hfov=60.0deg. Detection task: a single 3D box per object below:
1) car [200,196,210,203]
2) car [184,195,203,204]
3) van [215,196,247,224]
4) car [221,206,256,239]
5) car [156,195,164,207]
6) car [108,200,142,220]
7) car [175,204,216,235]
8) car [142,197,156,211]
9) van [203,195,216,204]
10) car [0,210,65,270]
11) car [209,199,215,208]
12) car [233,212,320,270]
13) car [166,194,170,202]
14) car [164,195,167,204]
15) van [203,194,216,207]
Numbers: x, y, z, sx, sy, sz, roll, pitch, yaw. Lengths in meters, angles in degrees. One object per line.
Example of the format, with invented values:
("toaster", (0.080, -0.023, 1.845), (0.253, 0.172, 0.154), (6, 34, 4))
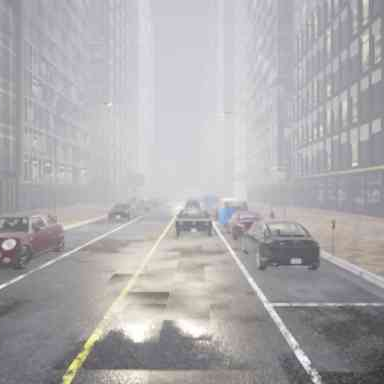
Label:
("car", (2.658, 1.478, 67.723), (1.947, 1.339, 4.313), (0, 0, 0))
("car", (0.082, 1.465, 40.689), (1.837, 1.490, 4.892), (0, 0, 0))
("van", (2.678, 1.325, 22.135), (1.690, 1.788, 3.998), (0, 0, 0))
("car", (2.681, 1.572, 16.437), (1.802, 1.307, 4.206), (0, 0, 0))
("car", (-5.715, 1.490, 50.624), (1.887, 1.381, 4.507), (0, 0, 0))
("car", (-5.705, 1.544, 27.830), (1.947, 1.339, 4.313), (0, 0, 0))
("car", (0.090, 1.590, 18.505), (1.895, 1.301, 4.718), (0, 0, 0))
("car", (-5.710, 1.545, 39.227), (1.802, 1.307, 4.206), (0, 0, 0))
("van", (2.668, 1.295, 44.927), (1.690, 1.788, 3.998), (0, 0, 0))
("car", (-5.698, 1.436, 10.737), (1.967, 1.590, 4.097), (0, 0, 0))
("car", (2.676, 1.522, 27.833), (1.887, 1.381, 4.507), (0, 0, 0))
("car", (2.683, 1.546, 10.739), (2.008, 1.369, 4.403), (0, 0, 0))
("car", (-5.720, 1.476, 62.020), (2.008, 1.369, 4.403), (0, 0, 0))
("car", (-5.717, 1.518, 56.323), (1.802, 1.307, 4.206), (0, 0, 0))
("van", (2.665, 1.286, 50.627), (1.690, 1.788, 3.998), (0, 0, 0))
